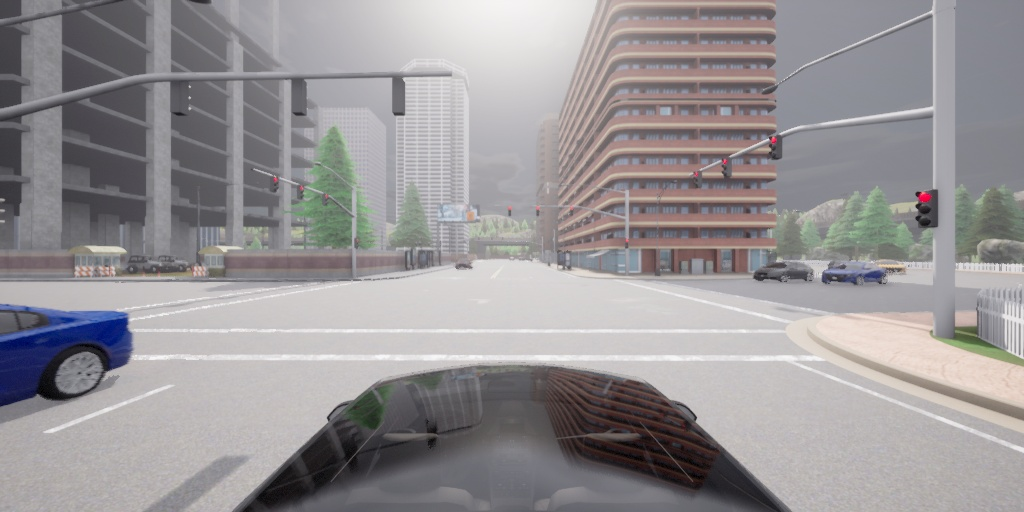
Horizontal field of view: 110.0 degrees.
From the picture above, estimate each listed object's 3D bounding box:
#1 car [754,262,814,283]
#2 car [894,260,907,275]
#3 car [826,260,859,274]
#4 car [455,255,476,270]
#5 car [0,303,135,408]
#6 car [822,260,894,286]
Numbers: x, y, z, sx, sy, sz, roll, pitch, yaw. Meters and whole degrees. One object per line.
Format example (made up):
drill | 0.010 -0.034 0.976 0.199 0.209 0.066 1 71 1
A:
car | 20.425 1.195 26.923 4.892 1.490 1.837 0 0 -22
car | 40.390 1.166 38.549 1.882 1.535 5.008 0 0 33
car | 38.100 1.196 41.407 1.837 1.490 4.892 1 0 31
car | -7.006 1.047 52.513 2.097 1.767 4.553 0 0 0
car | -6.999 1.255 3.598 1.882 1.535 5.008 0 0 0
car | 23.207 1.169 24.278 5.008 1.535 1.882 0 0 -24
